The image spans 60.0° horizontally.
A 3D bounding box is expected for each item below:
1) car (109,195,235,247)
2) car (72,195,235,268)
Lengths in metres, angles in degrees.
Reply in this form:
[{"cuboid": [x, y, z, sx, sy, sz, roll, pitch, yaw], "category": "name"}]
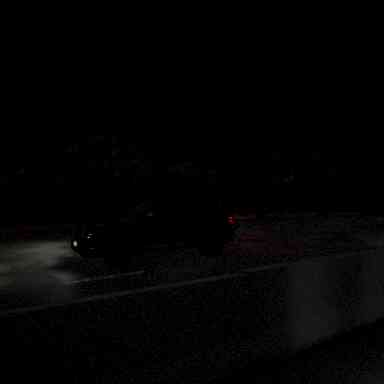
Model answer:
[{"cuboid": [-0.845, 1.165, 15.623, 5.566, 2.045, 2.150, 0, 0, -30], "category": "car"}, {"cuboid": [-1.115, 1.179, 11.381, 5.566, 2.045, 2.150, 0, 0, -31], "category": "car"}]
